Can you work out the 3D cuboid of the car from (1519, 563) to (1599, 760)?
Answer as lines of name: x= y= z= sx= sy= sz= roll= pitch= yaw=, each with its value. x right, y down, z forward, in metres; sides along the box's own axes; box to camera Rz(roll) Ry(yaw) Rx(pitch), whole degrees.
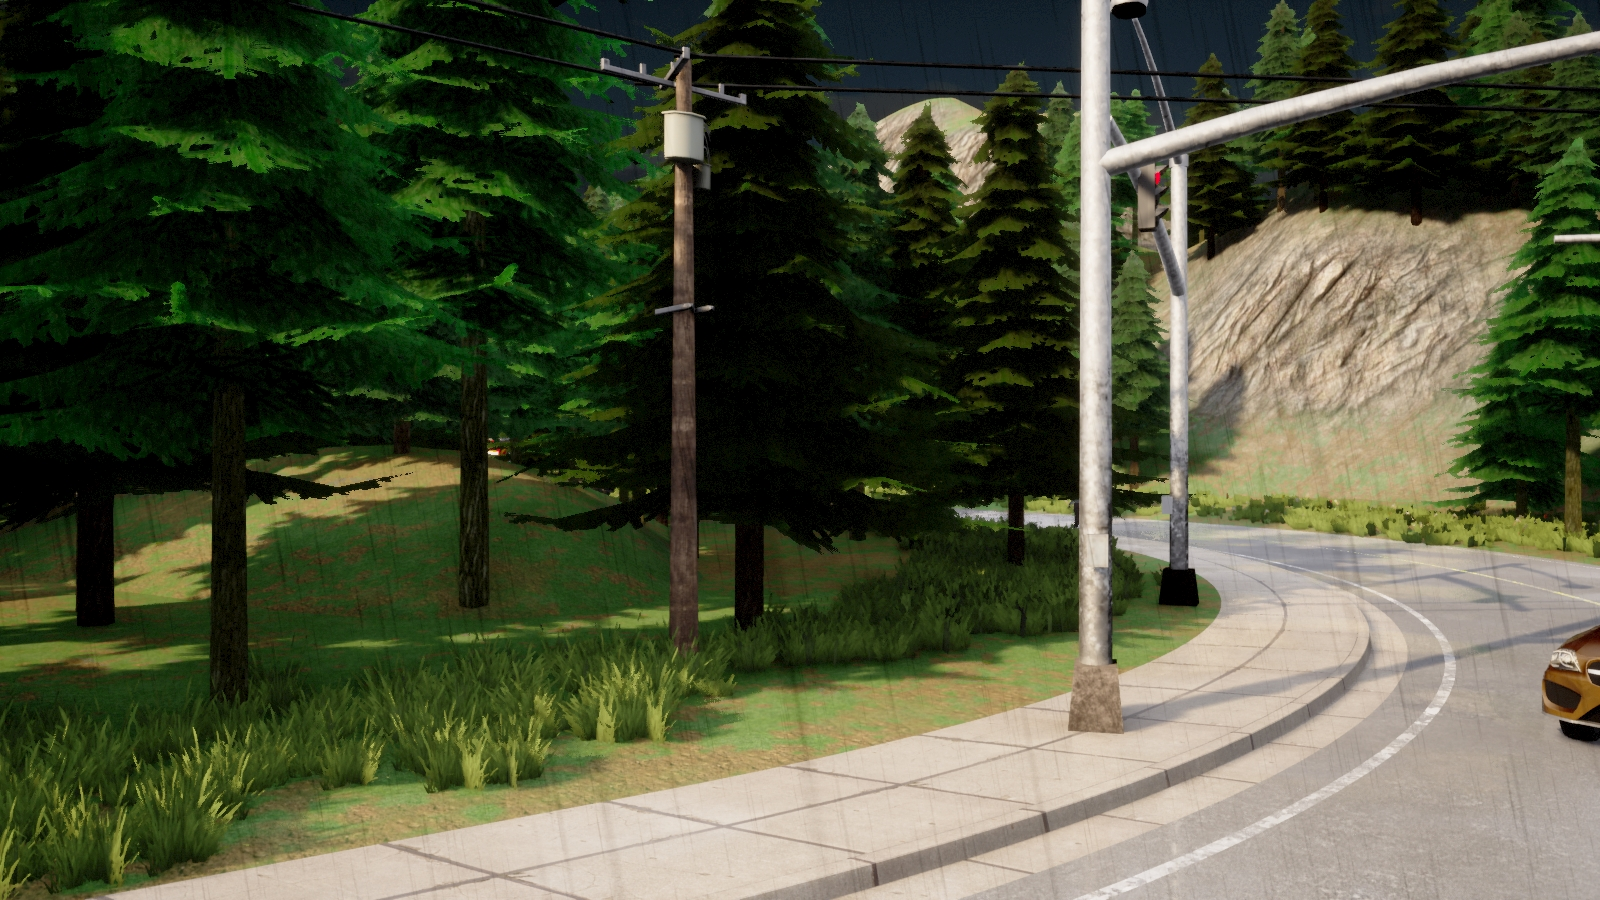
car: x=9.577 y=1.970 z=11.147 sx=5.027 sy=1.651 sz=2.152 roll=0 pitch=0 yaw=-29
